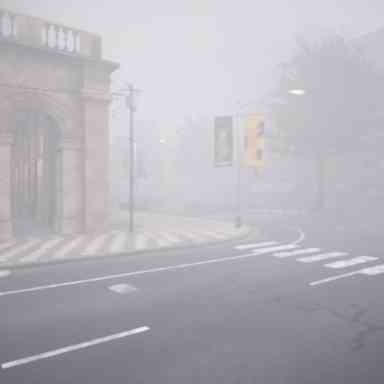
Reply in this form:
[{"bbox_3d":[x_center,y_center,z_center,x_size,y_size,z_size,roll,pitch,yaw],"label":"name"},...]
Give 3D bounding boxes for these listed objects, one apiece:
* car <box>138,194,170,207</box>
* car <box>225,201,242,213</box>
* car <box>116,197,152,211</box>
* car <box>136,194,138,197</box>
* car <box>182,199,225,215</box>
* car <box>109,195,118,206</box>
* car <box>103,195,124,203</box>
[{"bbox_3d":[-5.712,1.323,49.579,2.097,1.767,4.553,0,0,-35],"label":"car"},{"bbox_3d":[3.310,1.573,36.738,1.895,1.301,4.718,0,0,-35],"label":"car"},{"bbox_3d":[-7.042,1.574,39.896,1.895,1.301,4.718,0,0,-35],"label":"car"},{"bbox_3d":[-11.764,1.148,72.240,2.097,1.767,4.553,0,0,-35],"label":"car"},{"bbox_3d":[0.869,1.480,34.124,1.837,1.490,4.892,0,0,-35],"label":"car"},{"bbox_3d":[-13.323,1.575,54.354,1.895,1.301,4.718,0,0,-35],"label":"car"},{"bbox_3d":[-14.968,1.315,62.891,2.033,1.411,5.357,0,0,-35],"label":"car"}]
